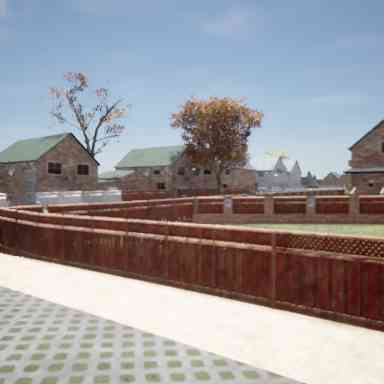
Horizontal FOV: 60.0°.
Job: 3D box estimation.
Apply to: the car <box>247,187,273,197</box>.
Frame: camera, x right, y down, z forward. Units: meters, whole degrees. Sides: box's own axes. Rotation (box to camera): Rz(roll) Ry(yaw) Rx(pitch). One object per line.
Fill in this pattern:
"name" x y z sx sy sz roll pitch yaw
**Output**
"car" 9.469 0.192 45.875 2.097 1.767 4.553 2 2 39
